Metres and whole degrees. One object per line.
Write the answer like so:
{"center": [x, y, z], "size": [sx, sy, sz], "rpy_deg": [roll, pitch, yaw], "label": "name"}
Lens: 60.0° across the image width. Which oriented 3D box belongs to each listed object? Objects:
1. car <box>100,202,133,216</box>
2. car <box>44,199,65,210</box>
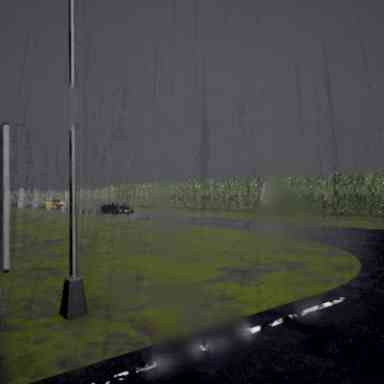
{"center": [-7.786, 1.692, 34.284], "size": [1.994, 1.385, 4.181], "rpy_deg": [0, 0, -40], "label": "car"}
{"center": [-20.409, 1.777, 49.340], "size": [1.882, 1.535, 5.008], "rpy_deg": [0, -1, -40], "label": "car"}
